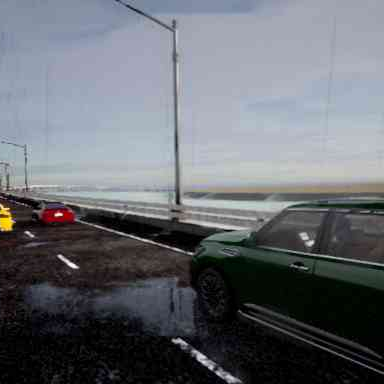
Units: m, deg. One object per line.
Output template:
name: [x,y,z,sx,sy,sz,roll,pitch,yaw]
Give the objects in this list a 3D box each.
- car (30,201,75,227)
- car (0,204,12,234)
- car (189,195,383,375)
car: [-8.723,1.251,20.622,1.994,1.385,4.181,-2,2,-34]
car: [-10.382,1.285,16.813,1.882,1.535,5.008,-2,2,-34]
car: [2.187,1.065,4.450,2.150,2.045,5.566,-2,2,-35]
